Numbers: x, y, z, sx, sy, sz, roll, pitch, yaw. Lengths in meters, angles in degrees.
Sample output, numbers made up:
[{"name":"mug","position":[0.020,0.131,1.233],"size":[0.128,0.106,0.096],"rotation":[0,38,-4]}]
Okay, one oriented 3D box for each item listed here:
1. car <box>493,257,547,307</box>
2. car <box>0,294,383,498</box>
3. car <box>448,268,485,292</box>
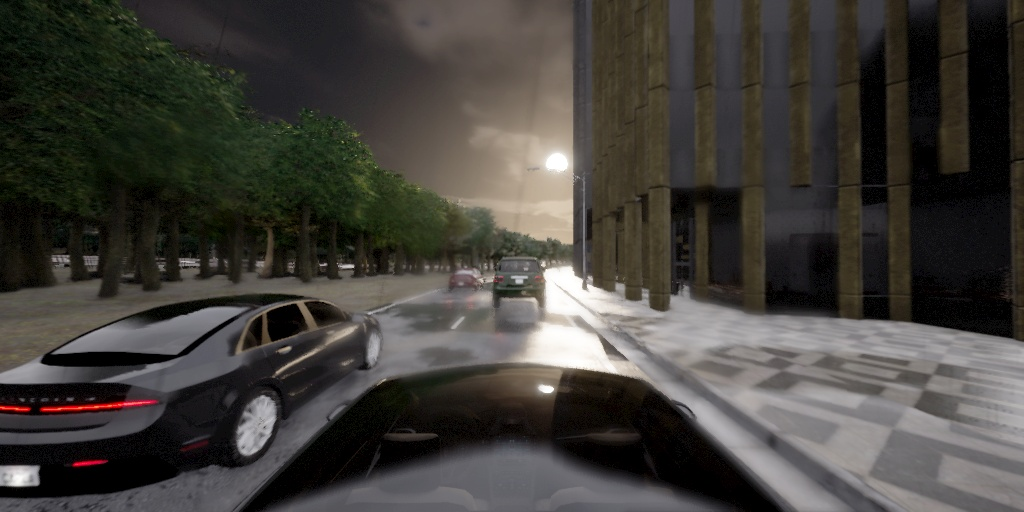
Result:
[{"name":"car","position":[0.359,1.083,16.202],"size":[2.150,2.045,5.566],"rotation":[0,-1,2]},{"name":"car","position":[-3.357,1.264,4.874],"size":[1.837,1.490,4.892],"rotation":[0,0,0]},{"name":"car","position":[-2.873,1.491,23.211],"size":[1.812,1.442,4.674],"rotation":[0,-1,2]}]
